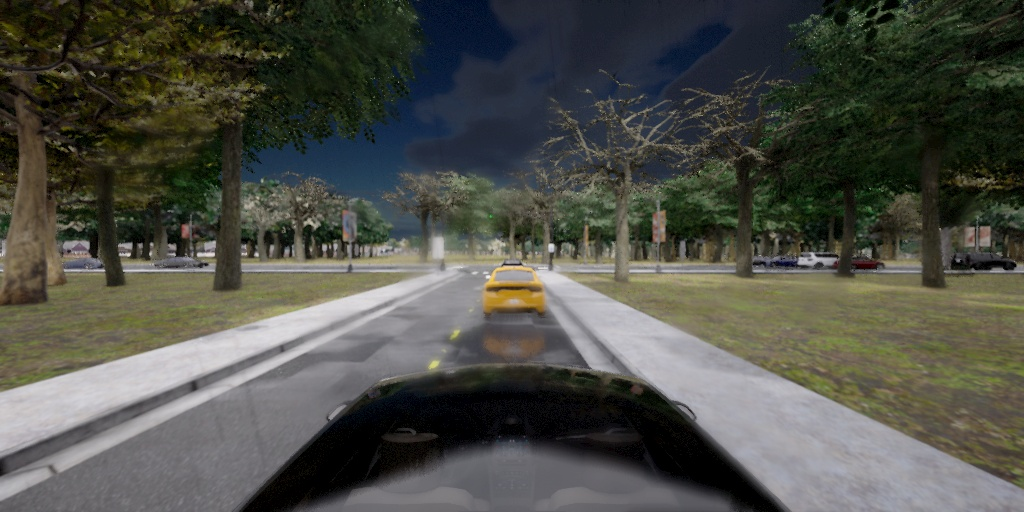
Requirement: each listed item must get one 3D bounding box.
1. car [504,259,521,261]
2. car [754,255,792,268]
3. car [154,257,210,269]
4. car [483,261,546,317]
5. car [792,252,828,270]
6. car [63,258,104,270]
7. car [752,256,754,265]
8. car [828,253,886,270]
[{"bbox_3d":[0.032,0.947,28.624,2.128,1.511,4.902,0,1,0],"label":"car"},{"bbox_3d":[34.881,0.669,46.732,4.553,1.767,2.097,0,1,0],"label":"car"},{"bbox_3d":[-39.618,0.816,43.060,5.357,1.411,2.033,0,1,0],"label":"car"},{"bbox_3d":[0.070,1.105,12.553,1.882,1.535,5.008,0,1,0],"label":"car"},{"bbox_3d":[37.843,0.587,43.404,5.566,2.045,2.150,0,1,0],"label":"car"},{"bbox_3d":[-46.989,0.869,39.824,4.181,1.385,1.994,0,1,0],"label":"car"},{"bbox_3d":[34.042,0.768,49.978,4.902,1.511,2.128,0,1,0],"label":"car"},{"bbox_3d":[38.835,0.754,40.148,4.553,1.767,2.097,0,1,0],"label":"car"}]
